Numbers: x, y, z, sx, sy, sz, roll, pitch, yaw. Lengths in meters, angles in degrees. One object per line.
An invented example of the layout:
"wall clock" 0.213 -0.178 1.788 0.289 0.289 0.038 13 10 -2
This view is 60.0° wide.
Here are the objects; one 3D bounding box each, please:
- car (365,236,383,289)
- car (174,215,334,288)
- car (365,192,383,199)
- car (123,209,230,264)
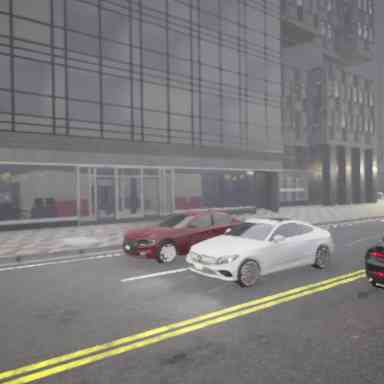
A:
"car" 5.859 1.398 7.629 4.892 1.490 1.837 -1 0 -36
"car" 2.047 1.448 9.142 4.674 1.442 1.812 -1 0 -36
"car" 34.076 0.557 63.141 2.008 1.369 4.403 -1 1 -35
"car" 0.047 1.404 11.708 5.008 1.535 1.882 -1 0 -36
